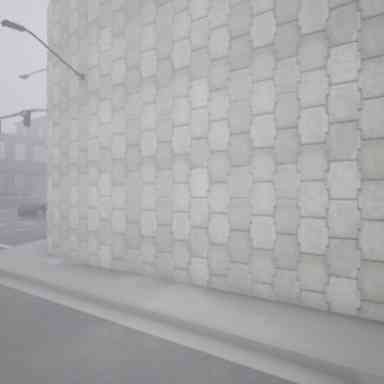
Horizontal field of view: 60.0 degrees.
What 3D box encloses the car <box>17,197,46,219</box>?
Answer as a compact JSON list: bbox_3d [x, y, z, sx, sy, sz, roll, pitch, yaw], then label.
[{"bbox_3d":[-10.742,1.006,25.561,1.882,1.535,5.008,0,5,35],"label":"car"}]
